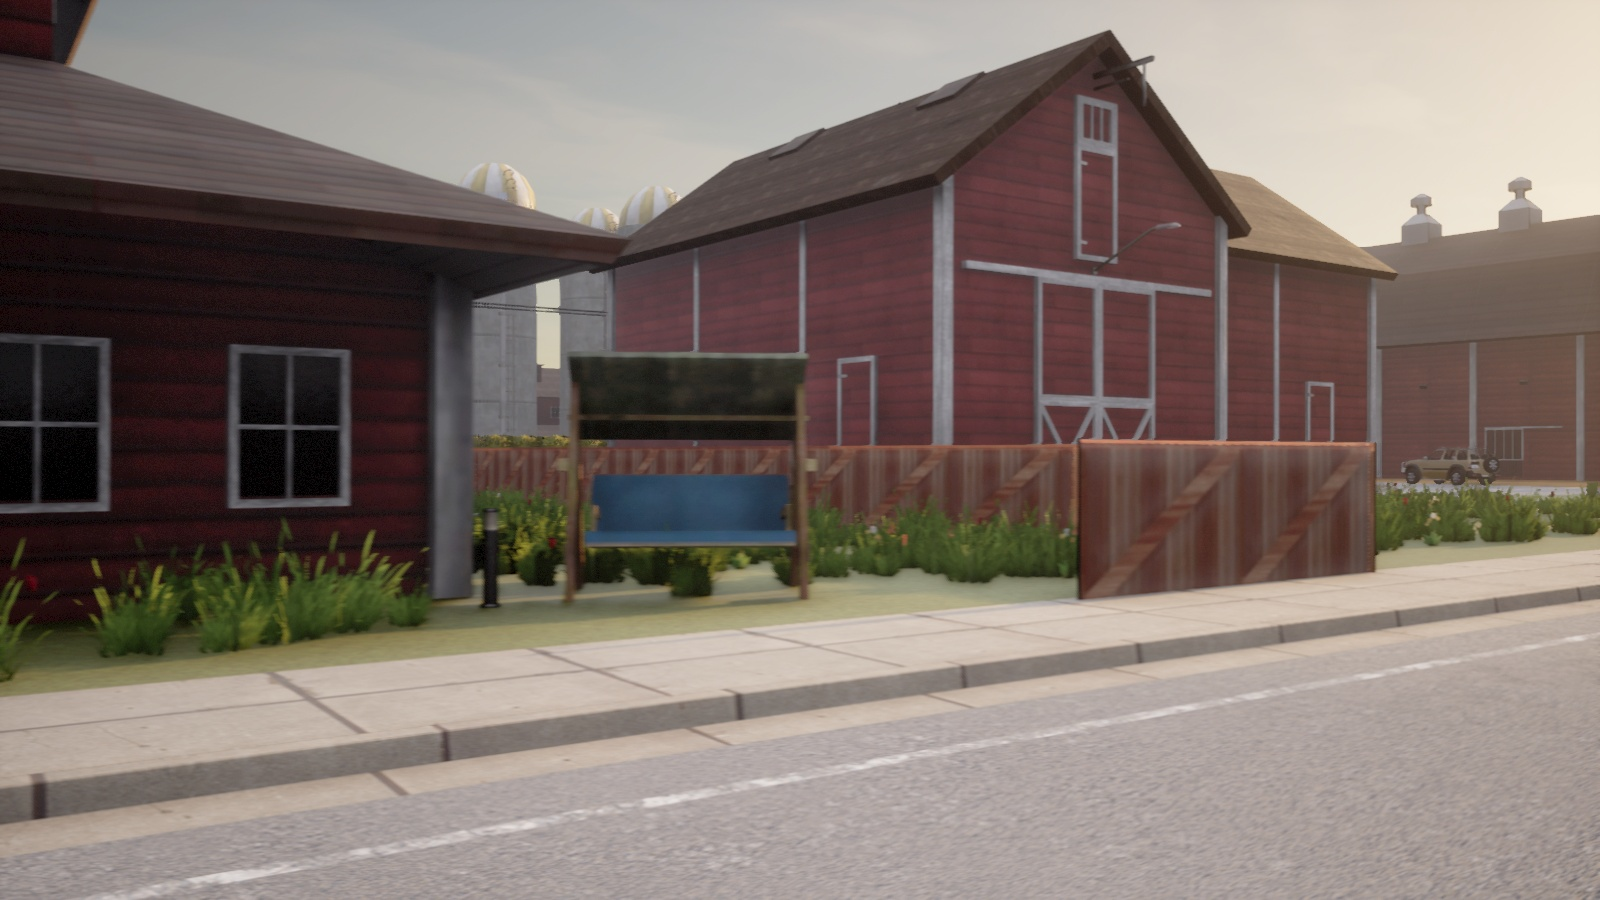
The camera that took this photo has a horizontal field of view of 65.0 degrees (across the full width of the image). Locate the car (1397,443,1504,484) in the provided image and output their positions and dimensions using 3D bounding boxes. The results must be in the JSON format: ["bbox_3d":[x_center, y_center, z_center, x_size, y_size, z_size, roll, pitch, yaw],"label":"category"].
[{"bbox_3d":[31.047,0.630,60.086,1.932,1.855,4.605,0,0,-16],"label":"car"}]
